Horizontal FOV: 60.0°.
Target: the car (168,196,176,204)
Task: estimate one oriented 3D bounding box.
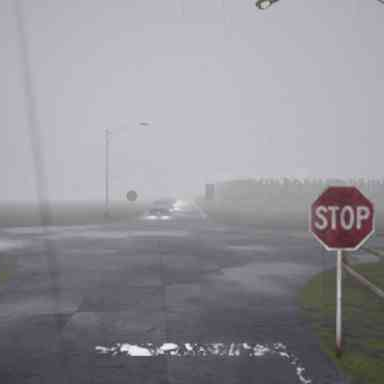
[{"bbox_3d":[-3.398,1.511,44.382,2.033,1.411,5.357,0,0,-1],"label":"car"}]

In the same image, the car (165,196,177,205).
[{"bbox_3d":[-3.794,1.490,60.321,2.033,1.411,5.357,0,0,-1],"label":"car"}]

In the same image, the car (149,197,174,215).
[{"bbox_3d":[-3.186,1.524,33.742,2.033,1.411,5.357,0,0,-1],"label":"car"}]
